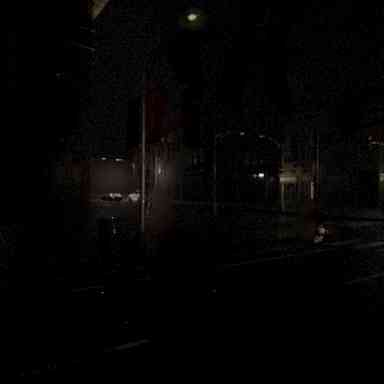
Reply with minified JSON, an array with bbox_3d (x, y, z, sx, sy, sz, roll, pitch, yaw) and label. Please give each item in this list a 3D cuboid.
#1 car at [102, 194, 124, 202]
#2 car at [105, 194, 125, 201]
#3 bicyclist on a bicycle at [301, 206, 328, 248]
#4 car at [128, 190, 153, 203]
[{"bbox_3d":[-13.866,0.990,57.385,2.033,1.411,5.357,1,0,-36],"label":"car"},{"bbox_3d":[-14.829,0.998,63.900,1.895,1.301,4.718,1,0,-36],"label":"car"},{"bbox_3d":[5.192,1.463,14.053,1.843,1.776,0.659,1,0,-35],"label":"bicyclist on a bicycle"},{"bbox_3d":[-8.577,0.762,55.201,2.150,2.045,5.566,1,0,-35],"label":"car"}]
